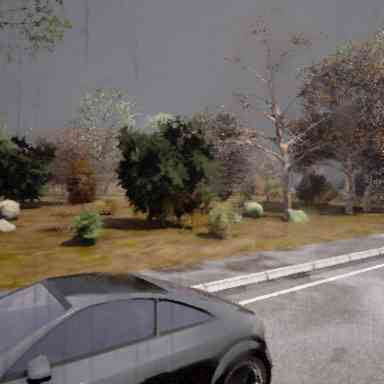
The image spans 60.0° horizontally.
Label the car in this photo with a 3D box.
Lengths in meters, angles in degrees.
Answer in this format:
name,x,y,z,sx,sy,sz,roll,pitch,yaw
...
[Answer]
name,x,y,z,sx,sy,sz,roll,pitch,yaw
car,-1.188,1.565,3.144,4.181,1.385,1.994,0,0,-36
